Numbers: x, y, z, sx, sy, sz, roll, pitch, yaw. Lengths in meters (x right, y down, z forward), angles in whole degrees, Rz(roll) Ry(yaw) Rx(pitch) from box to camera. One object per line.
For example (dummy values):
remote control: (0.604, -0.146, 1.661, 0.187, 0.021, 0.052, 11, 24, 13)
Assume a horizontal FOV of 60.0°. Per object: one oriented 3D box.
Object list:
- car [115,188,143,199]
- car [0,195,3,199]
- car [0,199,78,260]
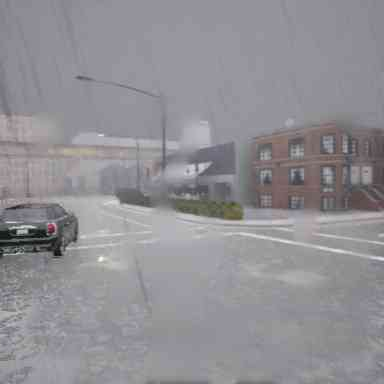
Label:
car: (-11.795, 0.223, 62.615, 2.150, 2.045, 5.566, 0, 1, 42)
car: (-27.092, 0.985, 44.647, 1.837, 1.490, 4.892, -1, 1, -7)
car: (-5.445, 1.165, 11.979, 2.097, 1.767, 4.553, -1, 1, -11)
